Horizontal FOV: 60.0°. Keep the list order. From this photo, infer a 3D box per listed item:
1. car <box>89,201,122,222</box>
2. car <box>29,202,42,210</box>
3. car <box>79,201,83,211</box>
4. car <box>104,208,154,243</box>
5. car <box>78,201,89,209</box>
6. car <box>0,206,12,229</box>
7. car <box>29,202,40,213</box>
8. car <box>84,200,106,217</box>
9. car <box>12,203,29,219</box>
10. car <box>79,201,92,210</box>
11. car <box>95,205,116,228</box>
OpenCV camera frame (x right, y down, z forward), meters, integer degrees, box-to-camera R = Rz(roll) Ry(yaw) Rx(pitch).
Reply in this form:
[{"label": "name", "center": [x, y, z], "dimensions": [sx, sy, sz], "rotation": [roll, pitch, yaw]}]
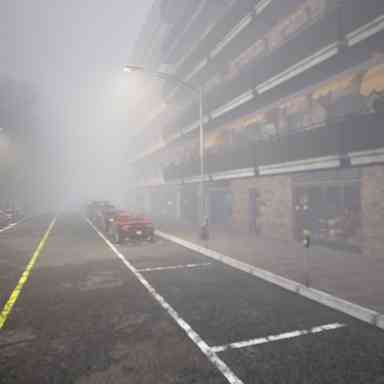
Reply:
[{"label": "car", "center": [-7.173, 1.788, 27.732], "dimensions": [1.967, 1.590, 4.097], "rotation": [-1, 0, -21]}, {"label": "car", "center": [-28.856, 2.545, 61.488], "dimensions": [1.752, 1.417, 4.829], "rotation": [-1, 0, -21]}, {"label": "car", "center": [-17.105, 2.185, 54.070], "dimensions": [1.967, 1.590, 4.097], "rotation": [-1, 0, -21]}, {"label": "car", "center": [-3.198, 1.737, 17.197], "dimensions": [1.887, 1.381, 4.507], "rotation": [-1, 0, -21]}, {"label": "car", "center": [-21.136, 2.438, 64.765], "dimensions": [1.752, 1.417, 4.829], "rotation": [-1, 0, -21]}, {"label": "car", "center": [-15.013, 1.901, 24.773], "dimensions": [1.967, 1.590, 4.097], "rotation": [-1, 0, -21]}, {"label": "car", "center": [-24.883, 2.381, 50.952], "dimensions": [1.752, 1.417, 4.829], "rotation": [-1, 0, -21]}, {"label": "car", "center": [-9.162, 1.742, 33.000], "dimensions": [2.192, 1.841, 5.009], "rotation": [-1, 0, -21]}, {"label": "car", "center": [-18.983, 2.169, 35.309], "dimensions": [2.008, 1.369, 4.403], "rotation": [-1, 0, -21]}, {"label": "car", "center": [-19.088, 2.393, 59.338], "dimensions": [1.947, 1.339, 4.313], "rotation": [-1, 0, -21]}, {"label": "car", "center": [-5.185, 1.815, 22.465], "dimensions": [1.887, 1.381, 4.507], "rotation": [-1, 0, -21]}]
